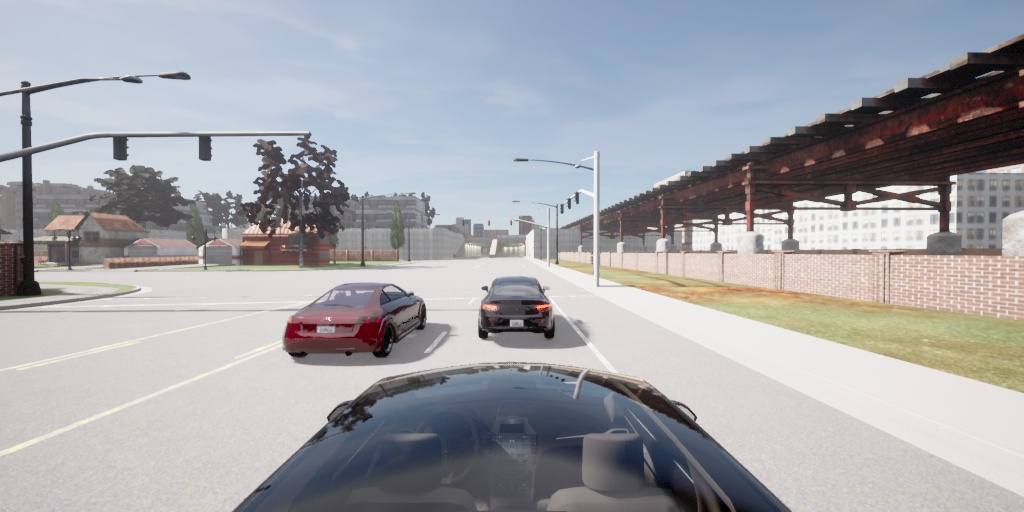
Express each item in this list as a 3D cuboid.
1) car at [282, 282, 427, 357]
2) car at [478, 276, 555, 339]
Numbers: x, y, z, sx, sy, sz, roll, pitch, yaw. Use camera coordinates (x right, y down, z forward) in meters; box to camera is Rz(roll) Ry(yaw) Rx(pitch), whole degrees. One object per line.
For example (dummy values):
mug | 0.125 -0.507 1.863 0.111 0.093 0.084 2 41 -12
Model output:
car | -3.397 1.315 8.555 1.994 1.385 4.181 0 0 0
car | 0.105 1.277 10.018 1.812 1.442 4.674 0 0 0
